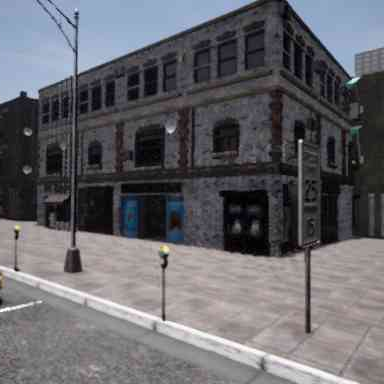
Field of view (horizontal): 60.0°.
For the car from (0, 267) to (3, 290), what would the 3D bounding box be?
[{"bbox_3d":[-6.118,1.580,7.748,4.829,1.417,1.752,0,-2,39],"label":"car"}]
